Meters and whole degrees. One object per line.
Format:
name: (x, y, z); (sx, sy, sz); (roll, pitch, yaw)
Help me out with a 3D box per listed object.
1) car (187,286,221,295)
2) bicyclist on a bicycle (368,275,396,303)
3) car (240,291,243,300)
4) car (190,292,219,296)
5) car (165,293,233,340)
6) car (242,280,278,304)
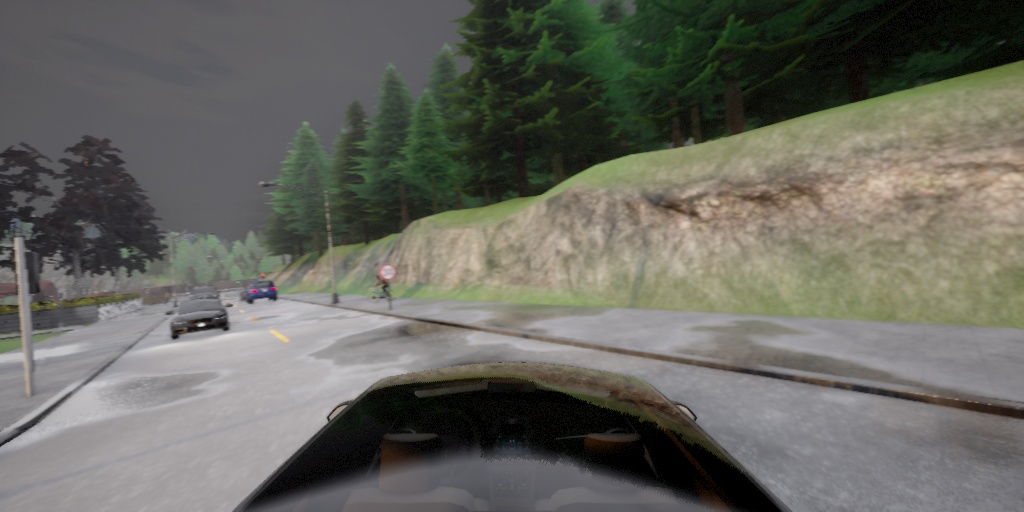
car: (-28.650, 3.835, 33.444); (2.150, 2.045, 5.566); (-5, 0, -41)
bicyclist on a bicycle: (-7.753, 1.942, 21.317); (1.656, 1.620, 0.582); (-4, -1, -40)
car: (-31.081, 4.468, 42.763); (1.994, 1.385, 4.181); (-5, 0, -40)
car: (-20.441, 3.393, 23.758); (1.895, 1.301, 4.718); (-5, 0, -40)
car: (-13.908, 2.638, 16.050); (1.837, 1.490, 4.892); (-5, 0, -40)
car: (-24.274, 3.439, 34.706); (2.150, 2.045, 5.566); (-5, 0, -40)
